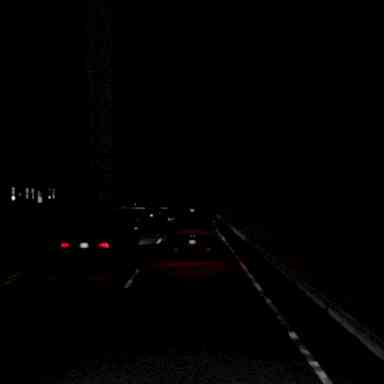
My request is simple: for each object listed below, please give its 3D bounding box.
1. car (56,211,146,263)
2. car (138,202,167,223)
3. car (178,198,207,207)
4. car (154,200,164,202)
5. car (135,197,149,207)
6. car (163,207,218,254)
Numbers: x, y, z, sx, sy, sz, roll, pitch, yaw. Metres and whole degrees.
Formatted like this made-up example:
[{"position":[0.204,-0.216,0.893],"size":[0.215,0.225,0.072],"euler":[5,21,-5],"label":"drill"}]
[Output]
[{"position":[-3.235,1.681,12.513],"size":[2.033,1.411,5.357],"euler":[0,-1,0],"label":"car"},{"position":[-3.218,1.867,28.512],"size":[1.994,1.385,4.181],"euler":[0,-1,0],"label":"car"},{"position":[0.022,1.517,27.538],"size":[2.150,2.045,5.566],"euler":[0,0,0],"label":"car"},{"position":[-6.492,2.251,65.164],"size":[1.994,1.385,4.181],"euler":[0,-1,1],"label":"car"},{"position":[-9.729,1.911,65.100],"size":[2.150,2.045,5.566],"euler":[0,-1,0],"label":"car"},{"position":[0.031,1.629,14.221],"size":[1.882,1.535,5.008],"euler":[0,0,0],"label":"car"}]
